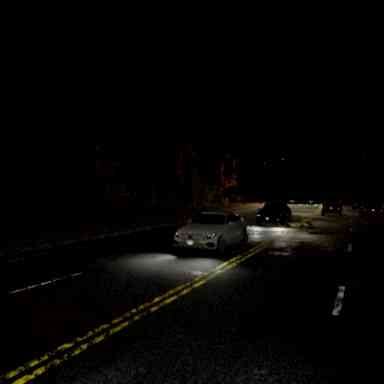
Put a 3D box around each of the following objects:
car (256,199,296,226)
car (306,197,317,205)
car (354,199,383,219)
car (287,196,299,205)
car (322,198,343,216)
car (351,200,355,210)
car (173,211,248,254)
[{"bbox_3d":[5.988,1.517,24.040,1.837,1.490,4.892,0,0,26],"label":"car"},{"bbox_3d":[22.104,1.600,61.607,1.812,1.442,4.674,0,0,21],"label":"car"},{"bbox_3d":[16.270,1.598,30.285,2.033,1.411,5.357,0,0,24],"label":"car"},{"bbox_3d":[19.037,1.578,62.687,1.812,1.442,4.674,0,0,21],"label":"car"},{"bbox_3d":[14.124,1.588,33.513,2.033,1.411,5.357,0,0,24],"label":"car"},{"bbox_3d":[21.984,1.628,43.425,2.033,1.411,5.357,0,0,23],"label":"car"},{"bbox_3d":[0.977,1.528,13.854,1.812,1.442,4.674,0,0,27],"label":"car"}]
